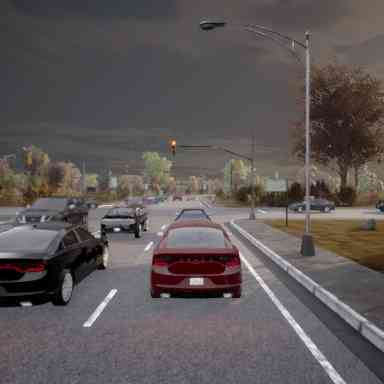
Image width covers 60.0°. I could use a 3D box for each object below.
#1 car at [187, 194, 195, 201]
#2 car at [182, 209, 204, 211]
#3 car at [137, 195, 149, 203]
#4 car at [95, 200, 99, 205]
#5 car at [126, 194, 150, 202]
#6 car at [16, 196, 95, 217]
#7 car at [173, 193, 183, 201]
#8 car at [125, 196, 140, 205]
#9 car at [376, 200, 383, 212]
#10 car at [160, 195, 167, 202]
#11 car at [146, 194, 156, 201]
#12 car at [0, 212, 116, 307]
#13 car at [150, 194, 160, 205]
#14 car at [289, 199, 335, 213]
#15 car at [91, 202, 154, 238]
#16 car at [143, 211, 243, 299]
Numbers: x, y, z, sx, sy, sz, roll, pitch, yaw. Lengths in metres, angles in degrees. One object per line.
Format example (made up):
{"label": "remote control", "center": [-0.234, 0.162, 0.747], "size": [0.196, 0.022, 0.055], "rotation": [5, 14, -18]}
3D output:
{"label": "car", "center": [-0.252, 1.358, 85.733], "size": [2.097, 1.767, 4.553], "rotation": [0, 0, 0]}
{"label": "car", "center": [0.051, 1.566, 17.529], "size": [1.994, 1.385, 4.181], "rotation": [0, 0, 0]}
{"label": "car", "center": [-10.719, 1.508, 73.283], "size": [1.837, 1.490, 4.892], "rotation": [0, 0, 0]}
{"label": "car", "center": [-14.550, 1.512, 43.293], "size": [4.892, 1.490, 1.837], "rotation": [1, 2, -44]}
{"label": "car", "center": [-7.227, 1.355, 43.500], "size": [2.097, 1.767, 4.553], "rotation": [0, 0, 0]}
{"label": "car", "center": [-7.149, 1.223, 17.593], "size": [2.150, 2.045, 5.566], "rotation": [0, 0, 0]}
{"label": "car", "center": [-3.751, 1.227, 85.367], "size": [2.150, 2.045, 5.566], "rotation": [0, 0, 0]}
{"label": "car", "center": [-10.747, 1.484, 60.625], "size": [1.882, 1.535, 5.008], "rotation": [0, 0, 0]}
{"label": "car", "center": [23.269, 1.215, 36.421], "size": [5.566, 2.045, 2.150], "rotation": [0, 0, 3]}
{"label": "car", "center": [-7.218, 1.548, 72.905], "size": [2.033, 1.411, 5.357], "rotation": [0, 0, 0]}
{"label": "car", "center": [-10.755, 1.350, 88.506], "size": [2.097, 1.767, 4.553], "rotation": [0, 0, 0]}
{"label": "car", "center": [-3.421, 1.479, 8.064], "size": [1.882, 1.535, 5.008], "rotation": [0, 0, 0]}
{"label": "car", "center": [-7.254, 1.532, 59.651], "size": [1.812, 1.442, 4.674], "rotation": [0, 0, 0]}
{"label": "car", "center": [13.272, 1.509, 36.933], "size": [4.892, 1.490, 1.837], "rotation": [0, 0, 3]}
{"label": "car", "center": [-3.443, 1.493, 17.550], "size": [2.128, 1.511, 4.902], "rotation": [0, 0, -1]}
{"label": "car", "center": [0.077, 1.479, 8.540], "size": [1.882, 1.535, 5.008], "rotation": [0, 0, 0]}
